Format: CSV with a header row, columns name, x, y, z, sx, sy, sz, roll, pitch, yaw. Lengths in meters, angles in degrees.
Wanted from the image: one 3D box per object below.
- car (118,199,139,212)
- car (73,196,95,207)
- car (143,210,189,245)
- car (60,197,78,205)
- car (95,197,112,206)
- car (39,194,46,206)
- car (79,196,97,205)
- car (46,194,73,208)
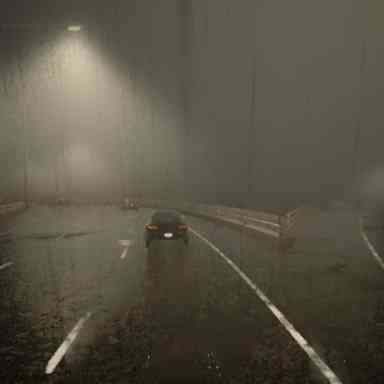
name,x,y,z,sx,sy,sz,roll,pitch,yaw
car,-7.778,1.592,40.404,2.033,1.411,5.357,0,0,-21
car,-17.378,1.604,52.815,1.837,1.490,4.892,0,0,-31
car,-1.266,1.543,15.452,1.812,1.442,4.674,0,0,-8
car,-22.859,1.704,61.700,1.994,1.385,4.181,0,0,-37
car,-14.641,1.610,55.065,1.812,1.442,4.674,0,0,-31
car,-25.780,1.396,59.766,2.150,2.045,5.566,0,0,-37
car,-19.958,1.615,63.657,1.837,1.490,4.892,0,0,-37
car,-20.404,1.338,51.043,2.150,2.045,5.566,0,0,-31
